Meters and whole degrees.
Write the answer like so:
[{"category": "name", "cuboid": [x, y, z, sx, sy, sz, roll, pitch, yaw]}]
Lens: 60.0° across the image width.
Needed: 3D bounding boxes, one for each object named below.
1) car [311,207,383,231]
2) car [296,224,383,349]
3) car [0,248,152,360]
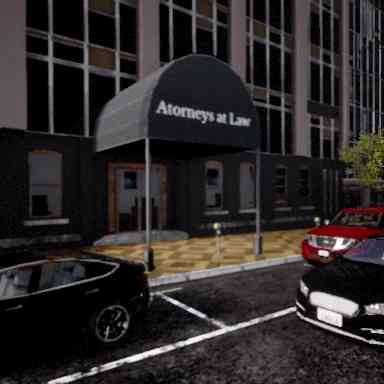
[{"category": "car", "cuboid": [5.752, 1.429, 10.835, 5.009, 1.841, 2.192, 1, -1, -36]}, {"category": "car", "cuboid": [3.974, 1.561, 6.226, 4.902, 1.511, 2.128, 1, 0, -36]}, {"category": "car", "cuboid": [-2.667, 1.578, 4.826, 4.313, 1.339, 1.947, 1, -1, -36]}]
